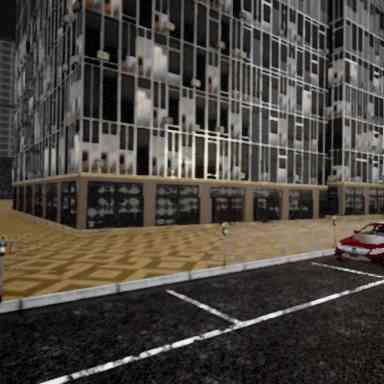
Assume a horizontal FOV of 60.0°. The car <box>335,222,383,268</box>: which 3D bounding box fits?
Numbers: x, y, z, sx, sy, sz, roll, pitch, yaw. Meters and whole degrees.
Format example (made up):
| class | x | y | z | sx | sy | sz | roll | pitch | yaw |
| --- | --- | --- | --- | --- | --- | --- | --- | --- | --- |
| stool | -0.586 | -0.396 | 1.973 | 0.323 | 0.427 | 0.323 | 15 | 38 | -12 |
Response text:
| class | x | y | z | sx | sy | sz | roll | pitch | yaw |
| --- | --- | --- | --- | --- | --- | --- | --- | --- | --- |
| car | 6.583 | 1.685 | 11.244 | 4.206 | 1.307 | 1.802 | 1 | 0 | -35 |
